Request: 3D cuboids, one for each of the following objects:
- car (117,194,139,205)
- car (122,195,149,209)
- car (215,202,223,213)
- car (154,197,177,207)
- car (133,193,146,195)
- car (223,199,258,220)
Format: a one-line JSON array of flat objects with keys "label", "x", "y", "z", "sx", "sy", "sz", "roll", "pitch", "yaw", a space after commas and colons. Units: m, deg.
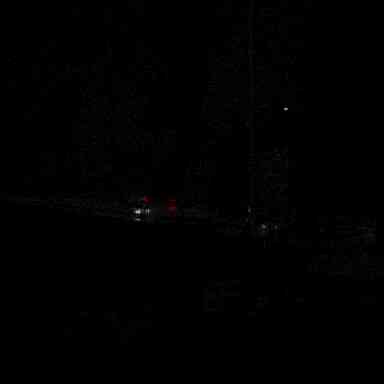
[{"label": "car", "x": -11.360, "y": 1.564, "z": 57.721, "sx": 1.837, "sy": 1.490, "sz": 4.892, "roll": -1, "pitch": 1, "yaw": -35}, {"label": "car", "x": -7.748, "y": 1.587, "z": 46.793, "sx": 1.812, "sy": 1.442, "sz": 4.674, "roll": -1, "pitch": 0, "yaw": -35}, {"label": "car", "x": 4.404, "y": 1.500, "z": 35.591, "sx": 2.128, "sy": 1.511, "sz": 4.902, "roll": -1, "pitch": 0, "yaw": -35}, {"label": "car", "x": -4.236, "y": 1.517, "z": 53.241, "sx": 1.837, "sy": 1.490, "sz": 4.892, "roll": -1, "pitch": 0, "yaw": -35}, {"label": "car", "x": -10.312, "y": 1.259, "z": 61.694, "sx": 2.150, "sy": 2.045, "sz": 5.566, "roll": -1, "pitch": 0, "yaw": -35}, {"label": "car", "x": 5.124, "y": 1.557, "z": 28.686, "sx": 1.812, "sy": 1.442, "sz": 4.674, "roll": -1, "pitch": 0, "yaw": -35}]
